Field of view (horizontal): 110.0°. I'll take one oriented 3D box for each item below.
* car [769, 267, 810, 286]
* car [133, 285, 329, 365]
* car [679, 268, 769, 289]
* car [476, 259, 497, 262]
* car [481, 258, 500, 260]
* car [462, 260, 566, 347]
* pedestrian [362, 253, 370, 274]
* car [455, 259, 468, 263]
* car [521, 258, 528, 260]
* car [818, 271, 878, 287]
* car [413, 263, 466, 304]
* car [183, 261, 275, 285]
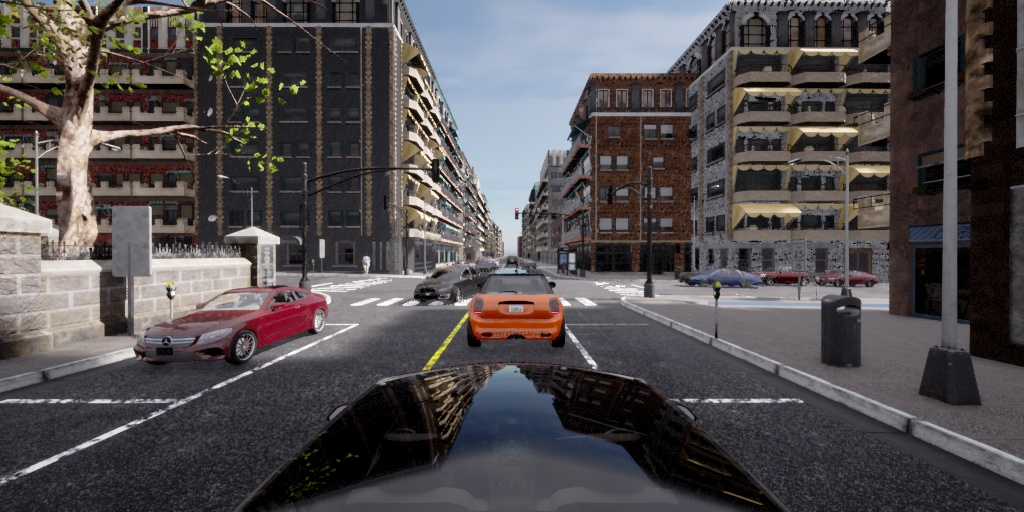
[{"bbox_3d":[21.343,1.571,28.859,4.097,1.591,1.967,0,0,-1],"label":"car"},{"bbox_3d":[-5.697,1.331,7.974,1.802,1.307,4.207,0,0,0],"label":"car"},{"bbox_3d":[15.215,1.583,26.214,5.357,1.411,2.033,1,0,-1],"label":"car"},{"bbox_3d":[-3.146,1.312,40.982,1.994,1.385,4.181,0,0,0],"label":"car"},{"bbox_3d":[-3.155,1.312,49.956,1.994,1.385,4.181,0,0,0],"label":"car"},{"bbox_3d":[0.116,1.101,9.484,2.097,1.767,4.553,0,0,1],"label":"car"},{"bbox_3d":[-12.754,0.651,31.367,0.375,1.860,0.375,0,-1,-1],"label":"pedestrian"},{"bbox_3d":[-5.743,1.187,40.385,1.967,1.591,4.097,0,0,0],"label":"car"},{"bbox_3d":[2.622,1.298,51.668,2.007,1.370,4.403,0,0,0],"label":"car"},{"bbox_3d":[27.016,1.813,28.936,4.207,1.307,1.802,0,0,-1],"label":"car"},{"bbox_3d":[-2.663,1.253,16.441,1.837,1.490,4.892,-2,0,16],"label":"car"},{"bbox_3d":[-17.677,1.035,22.569,4.181,1.385,1.994,1,0,-1],"label":"car"}]
